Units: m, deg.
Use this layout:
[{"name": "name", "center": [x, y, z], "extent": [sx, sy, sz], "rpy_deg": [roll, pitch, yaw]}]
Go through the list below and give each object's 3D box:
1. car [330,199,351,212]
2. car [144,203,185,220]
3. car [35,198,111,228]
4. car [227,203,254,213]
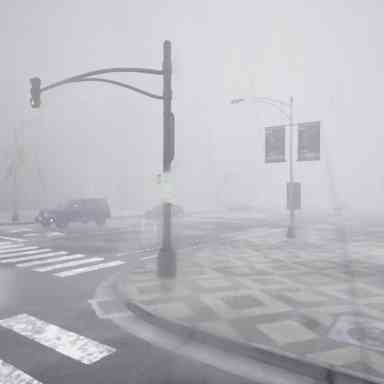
[{"name": "car", "center": [24.540, 2.382, 54.106], "extent": [2.128, 1.511, 4.902], "rpy_deg": [0, -1, 35]}, {"name": "car", "center": [-2.634, 1.893, 32.860], "extent": [1.837, 1.490, 4.892], "rpy_deg": [0, -1, 36]}, {"name": "car", "center": [-8.550, 1.461, 24.492], "extent": [2.150, 2.045, 5.566], "rpy_deg": [0, -1, 35]}, {"name": "car", "center": [6.705, 2.225, 46.031], "extent": [1.895, 1.301, 4.718], "rpy_deg": [0, -1, 36]}]
